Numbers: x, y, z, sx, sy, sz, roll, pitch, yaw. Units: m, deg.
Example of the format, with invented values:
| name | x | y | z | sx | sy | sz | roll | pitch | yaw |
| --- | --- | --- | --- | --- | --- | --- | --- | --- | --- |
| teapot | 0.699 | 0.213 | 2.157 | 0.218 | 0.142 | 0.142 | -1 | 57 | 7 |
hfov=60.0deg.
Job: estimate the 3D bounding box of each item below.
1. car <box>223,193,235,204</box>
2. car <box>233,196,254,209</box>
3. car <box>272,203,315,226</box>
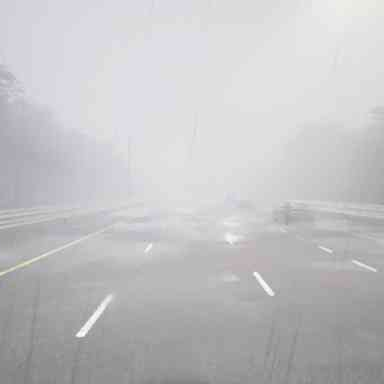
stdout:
| name | x | y | z | sx | sy | sz | roll | pitch | yaw |
| --- | --- | --- | --- | --- | --- | --- | --- | --- | --- |
| car | 7.224 | 1.260 | 63.995 | 2.150 | 2.045 | 5.566 | 0 | 0 | 0 |
| car | 7.112 | 1.595 | 45.163 | 1.994 | 1.385 | 4.181 | 0 | 0 | 0 |
| car | 7.031 | 1.506 | 23.493 | 2.128 | 1.511 | 4.902 | 0 | 0 | 0 |
